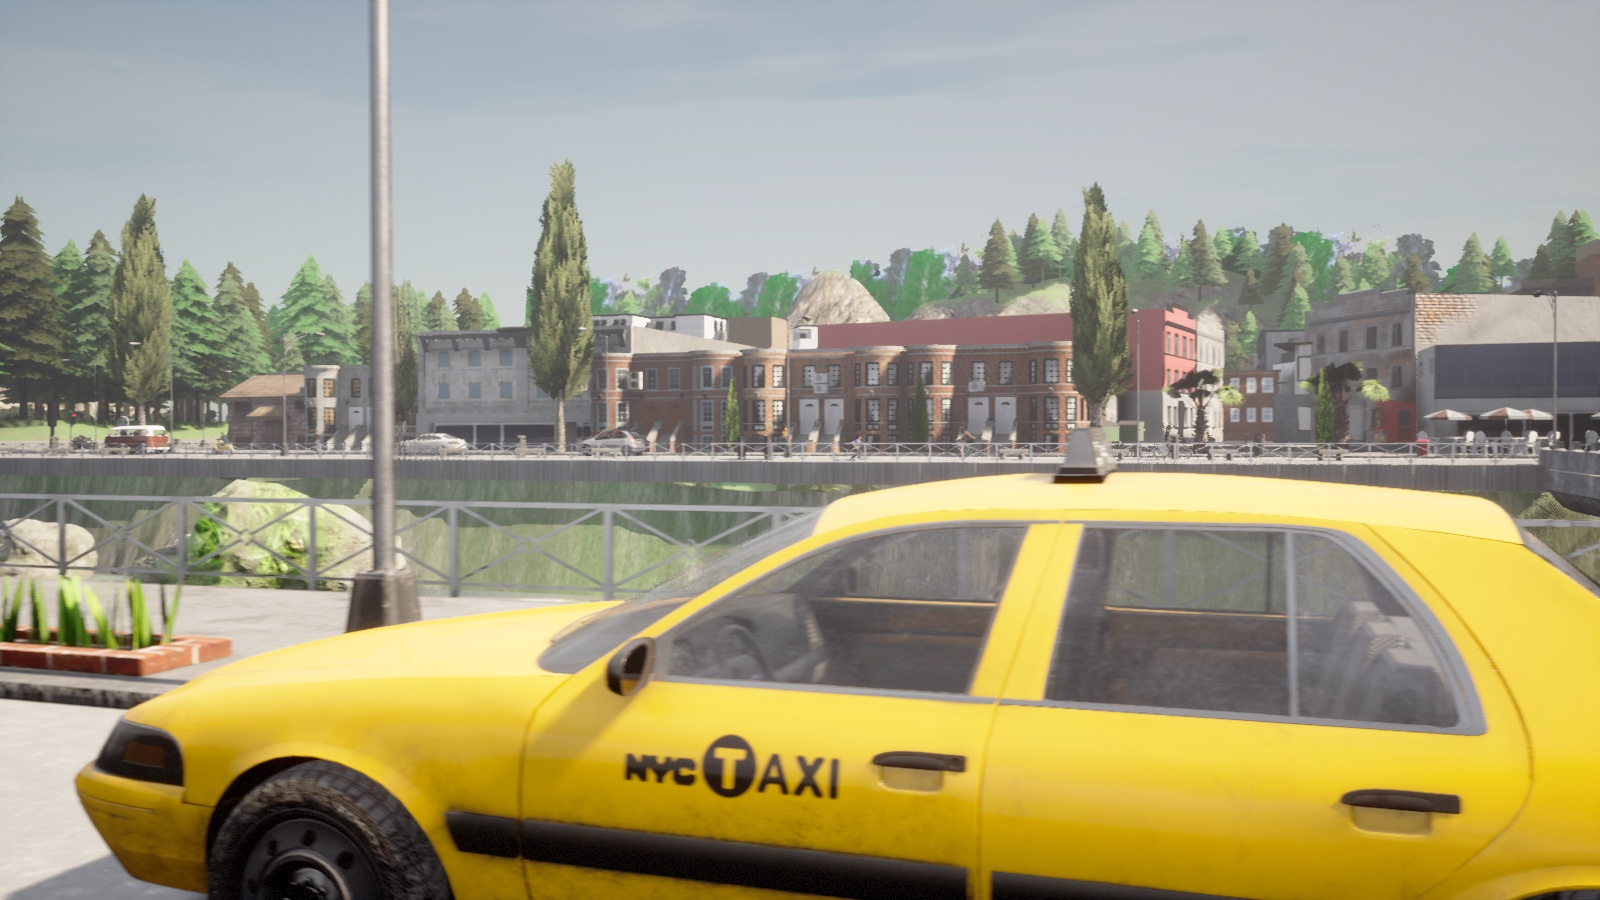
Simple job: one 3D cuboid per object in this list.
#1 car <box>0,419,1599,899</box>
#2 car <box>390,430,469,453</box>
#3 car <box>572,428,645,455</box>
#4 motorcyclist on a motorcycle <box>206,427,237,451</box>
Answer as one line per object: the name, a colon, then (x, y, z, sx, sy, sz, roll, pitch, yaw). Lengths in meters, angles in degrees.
car: (0.539, 0.711, 3.539, 5.366, 1.575, 1.801, 1, 1, 19)
car: (-23.905, -0.535, 81.034, 4.674, 1.442, 1.812, 1, 1, 19)
car: (-11.724, -0.551, 76.938, 3.988, 1.617, 1.851, 1, 1, 19)
motorcyclist on a motorcycle: (-39.811, -0.753, 86.379, 1.817, 1.590, 0.866, 1, 1, 19)
